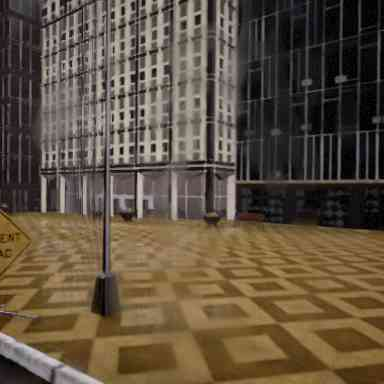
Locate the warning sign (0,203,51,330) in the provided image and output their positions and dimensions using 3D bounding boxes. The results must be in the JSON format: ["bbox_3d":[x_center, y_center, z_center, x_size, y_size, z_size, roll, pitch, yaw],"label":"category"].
[{"bbox_3d":[-3.212,1.132,5.381,1.060,1.860,1.300,1,0,36],"label":"warning sign"}]
